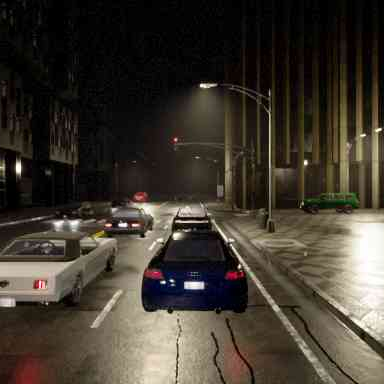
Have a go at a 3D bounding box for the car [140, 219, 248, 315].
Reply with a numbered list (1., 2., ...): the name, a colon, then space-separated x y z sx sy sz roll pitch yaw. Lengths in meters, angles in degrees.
1. car: 0.083 1.561 7.682 1.994 1.385 4.181 0 0 1

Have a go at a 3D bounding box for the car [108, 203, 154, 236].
1. car: -3.158 1.532 17.493 2.033 1.411 5.357 0 0 0

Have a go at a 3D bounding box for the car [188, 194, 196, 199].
1. car: -0.030 1.199 85.485 1.895 1.301 4.718 0 0 0

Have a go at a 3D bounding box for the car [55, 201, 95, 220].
1. car: -9.861 1.513 28.510 2.033 1.411 5.357 0 0 0

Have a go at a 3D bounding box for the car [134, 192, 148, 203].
1. car: -9.817 1.075 64.126 2.150 2.045 5.566 0 0 1

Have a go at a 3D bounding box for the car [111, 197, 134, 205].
1. car: -9.868 1.464 46.363 2.033 1.411 5.357 0 0 0

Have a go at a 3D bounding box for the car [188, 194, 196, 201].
1. car: -0.027 1.342 75.033 2.033 1.411 5.357 0 0 0

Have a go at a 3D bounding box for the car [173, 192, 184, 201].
1. car: -3.277 1.302 75.033 1.837 1.490 4.892 0 0 0

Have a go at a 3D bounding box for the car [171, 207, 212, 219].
1. car: -0.007 1.478 16.556 2.128 1.511 4.902 0 0 0

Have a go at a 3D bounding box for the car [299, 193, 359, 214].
1. car: 13.556 1.113 33.029 5.566 2.045 2.150 0 0 2

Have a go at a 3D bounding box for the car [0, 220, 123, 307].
1. car: -3.151 1.597 7.902 1.895 1.301 4.718 0 0 0
